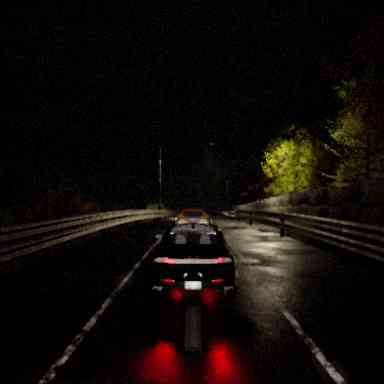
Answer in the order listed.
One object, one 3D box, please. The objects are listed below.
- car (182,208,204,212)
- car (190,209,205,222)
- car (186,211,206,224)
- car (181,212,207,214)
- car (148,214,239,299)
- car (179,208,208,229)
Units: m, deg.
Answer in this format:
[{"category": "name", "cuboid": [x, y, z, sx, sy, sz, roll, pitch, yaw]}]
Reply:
[{"category": "car", "cuboid": [0.070, 1.801, 20.523, 1.882, 1.535, 5.008, 0, -2, 0]}, {"category": "car", "cuboid": [0.767, 3.006, 43.428, 1.882, 1.535, 5.008, 0, -3, 3]}, {"category": "car", "cuboid": [0.403, 2.538, 33.658, 1.895, 1.301, 4.718, 0, -3, 2]}, {"category": "car", "cuboid": [0.039, 1.753, 14.673, 1.895, 1.301, 4.718, 0, -1, 0]}, {"category": "car", "cuboid": [0.027, 1.531, 8.525, 2.128, 1.511, 4.902, 0, -1, 0]}, {"category": "car", "cuboid": [0.154, 2.080, 27.048, 2.128, 1.511, 4.902, 0, -3, 1]}]
